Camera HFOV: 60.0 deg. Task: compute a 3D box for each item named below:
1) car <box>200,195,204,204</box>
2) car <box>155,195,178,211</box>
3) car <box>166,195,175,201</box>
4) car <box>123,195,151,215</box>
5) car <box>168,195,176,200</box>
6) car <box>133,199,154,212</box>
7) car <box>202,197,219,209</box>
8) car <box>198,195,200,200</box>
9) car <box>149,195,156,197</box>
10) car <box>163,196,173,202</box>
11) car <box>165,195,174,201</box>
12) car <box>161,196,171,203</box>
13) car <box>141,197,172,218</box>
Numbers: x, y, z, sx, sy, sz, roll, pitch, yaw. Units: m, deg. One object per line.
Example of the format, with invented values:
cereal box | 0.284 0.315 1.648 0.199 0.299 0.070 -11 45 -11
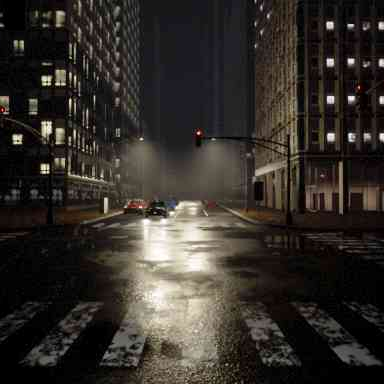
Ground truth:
car | 2.672 1.547 56.321 1.752 1.417 4.829 1 0 0
car | -3.121 1.493 40.879 1.882 1.535 5.008 0 0 0
car | -5.729 1.587 89.530 2.008 1.369 4.403 1 0 0
car | -5.693 1.453 33.779 1.967 1.590 4.097 1 0 0
car | -5.733 1.605 95.105 1.947 1.339 4.313 1 0 0
car | -5.700 1.597 39.354 1.802 1.307 4.206 1 0 0
car | 2.677 1.599 44.996 1.802 1.307 4.206 1 0 0
car | 2.667 1.590 61.729 1.947 1.339 4.313 1 0 0
car | -5.698 1.332 44.929 2.192 1.841 5.009 1 0 0
car | -5.722 1.582 78.380 2.008 1.369 4.403 1 0 0
car | -5.726 1.579 83.955 1.887 1.381 4.507 1 0 0
car | -5.719 1.574 72.805 1.887 1.381 4.507 1 0 0
car | -3.117 1.516 30.362 1.837 1.490 4.892 0 0 0
